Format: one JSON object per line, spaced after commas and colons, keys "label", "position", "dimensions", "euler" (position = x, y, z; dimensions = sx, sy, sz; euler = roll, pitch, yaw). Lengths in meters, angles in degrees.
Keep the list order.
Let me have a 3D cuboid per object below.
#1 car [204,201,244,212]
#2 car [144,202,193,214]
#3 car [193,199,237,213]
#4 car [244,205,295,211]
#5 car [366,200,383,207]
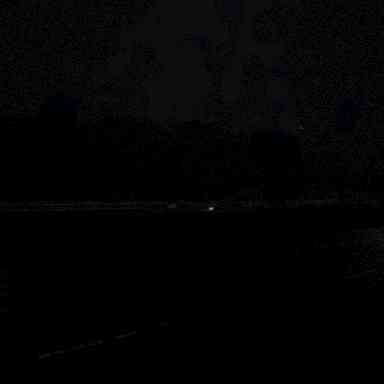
{"label": "car", "position": [3.513, 1.740, 27.985], "dimensions": [4.181, 1.385, 1.994], "euler": [1, 0, -35]}
{"label": "car", "position": [-1.955, 1.706, 32.686], "dimensions": [5.357, 1.411, 2.033], "euler": [1, 0, -35]}
{"label": "car", "position": [2.809, 1.545, 31.781], "dimensions": [4.553, 1.767, 2.097], "euler": [1, 0, -35]}
{"label": "car", "position": [6.588, 1.715, 25.880], "dimensions": [4.674, 1.442, 1.812], "euler": [1, 0, -35]}
{"label": "car", "position": [31.415, 2.060, 56.363], "dimensions": [5.008, 1.535, 1.882], "euler": [0, 0, -35]}
